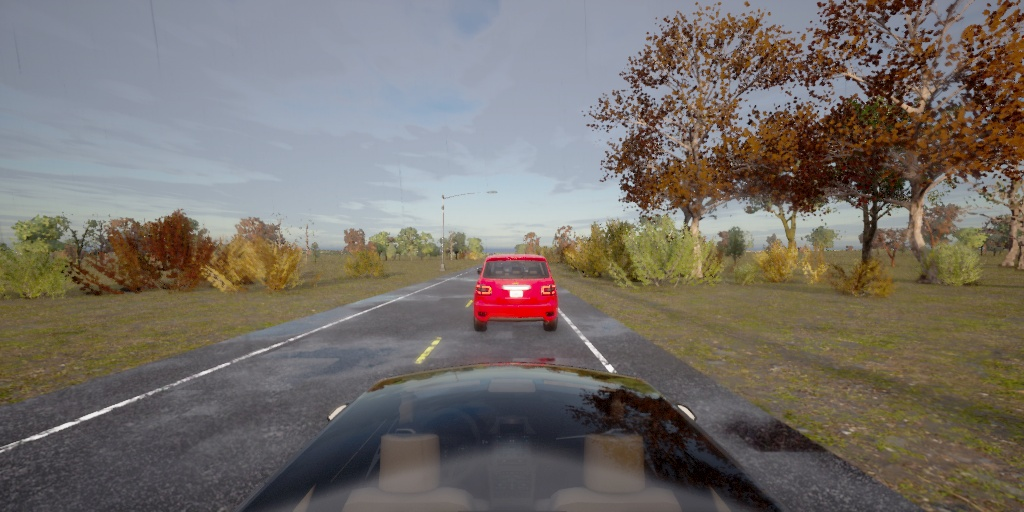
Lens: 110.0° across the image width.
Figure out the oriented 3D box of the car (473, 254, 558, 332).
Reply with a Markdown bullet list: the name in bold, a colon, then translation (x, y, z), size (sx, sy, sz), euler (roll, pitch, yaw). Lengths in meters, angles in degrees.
- **car**: translation (0.077, 0.972, 11.043), size (2.150, 2.045, 5.566), euler (0, 0, -1)

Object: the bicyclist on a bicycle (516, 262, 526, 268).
- **bicyclist on a bicycle**: translation (0.856, 1.121, 30.222), size (0.659, 1.776, 1.843), euler (0, 0, 0)
